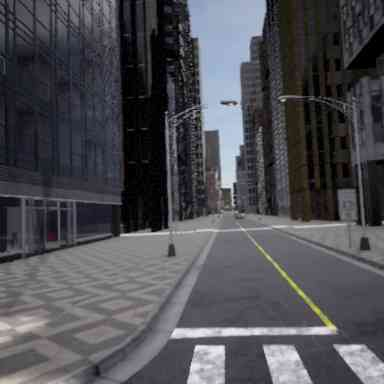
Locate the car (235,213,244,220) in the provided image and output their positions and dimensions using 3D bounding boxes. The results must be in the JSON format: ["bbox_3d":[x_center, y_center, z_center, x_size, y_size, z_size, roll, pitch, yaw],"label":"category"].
[{"bbox_3d":[12.949,6.765,89.699,1.895,1.301,4.718,-3,-4,6],"label":"car"}]
